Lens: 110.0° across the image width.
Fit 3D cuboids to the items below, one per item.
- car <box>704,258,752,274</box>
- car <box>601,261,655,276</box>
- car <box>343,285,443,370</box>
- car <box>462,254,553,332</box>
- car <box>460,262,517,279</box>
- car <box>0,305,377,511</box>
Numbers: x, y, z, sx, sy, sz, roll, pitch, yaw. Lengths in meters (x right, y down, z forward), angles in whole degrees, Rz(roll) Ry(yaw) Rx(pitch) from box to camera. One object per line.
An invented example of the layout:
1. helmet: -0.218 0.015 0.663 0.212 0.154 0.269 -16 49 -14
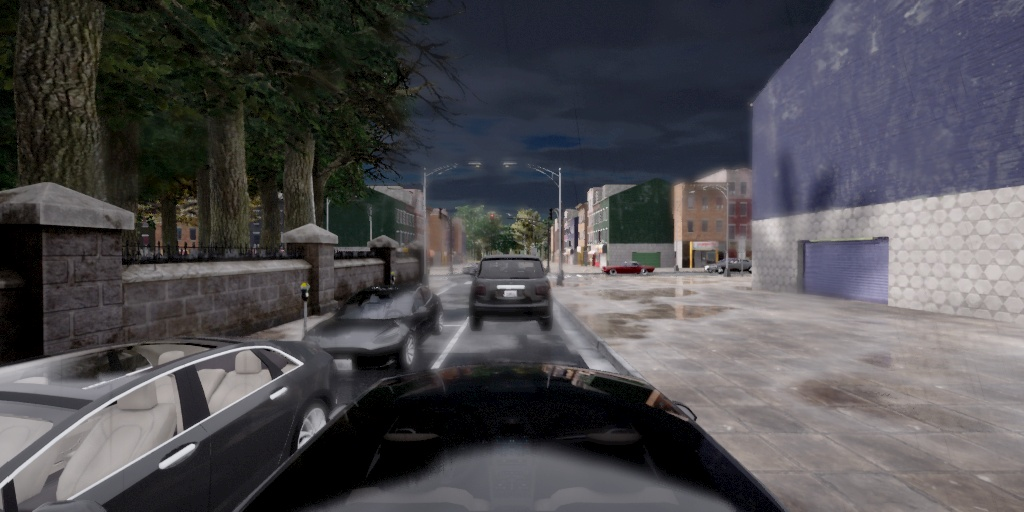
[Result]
1. car: 21.027 0.942 34.296 4.902 1.511 2.128 -1 1 0
2. car: 10.989 1.186 34.310 4.718 1.301 1.895 -1 1 0
3. car: -2.635 1.316 7.736 1.948 1.339 4.313 0 0 0
4. car: -0.012 0.973 11.046 2.150 2.045 5.566 0 0 0
5. car: -2.209 1.339 34.487 5.357 1.411 2.033 -1 1 -41
6. car: -2.641 1.300 2.047 2.007 1.370 4.403 0 0 0
